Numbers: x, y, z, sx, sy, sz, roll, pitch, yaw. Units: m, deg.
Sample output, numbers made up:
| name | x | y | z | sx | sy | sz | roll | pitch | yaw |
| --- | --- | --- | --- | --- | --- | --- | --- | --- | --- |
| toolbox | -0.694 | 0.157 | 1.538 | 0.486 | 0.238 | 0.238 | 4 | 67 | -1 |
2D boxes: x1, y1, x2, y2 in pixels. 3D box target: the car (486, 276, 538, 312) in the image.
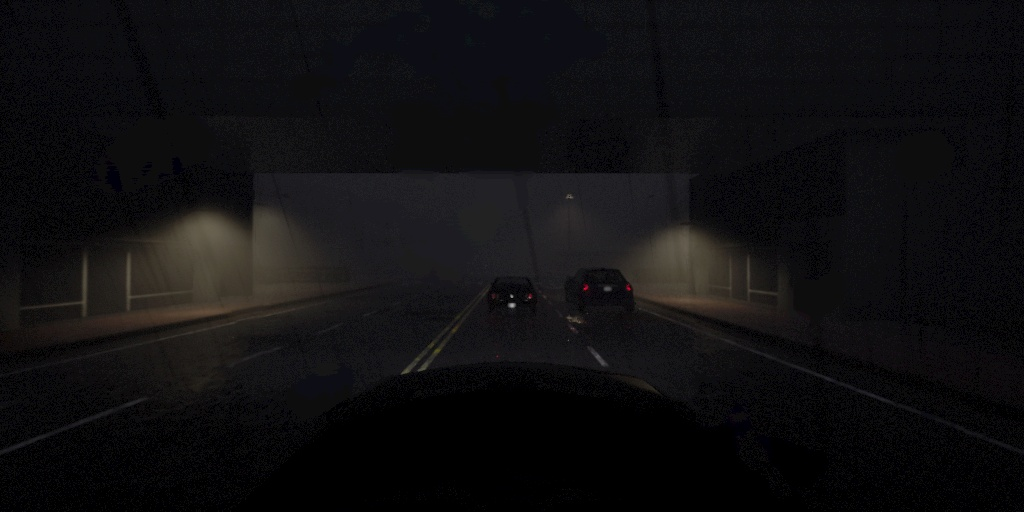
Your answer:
| name | x | y | z | sx | sy | sz | roll | pitch | yaw |
| --- | --- | --- | --- | --- | --- | --- | --- | --- | --- |
| car | 0.016 | 1.502 | 15.077 | 1.895 | 1.301 | 4.718 | 0 | -1 | 0 |

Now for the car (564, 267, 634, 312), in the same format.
| name | x | y | z | sx | sy | sz | roll | pitch | yaw |
| --- | --- | --- | --- | --- | --- | --- | --- | --- | --- |
| car | 3.520 | 1.254 | 15.257 | 2.097 | 1.767 | 4.553 | 0 | -1 | 0 |
